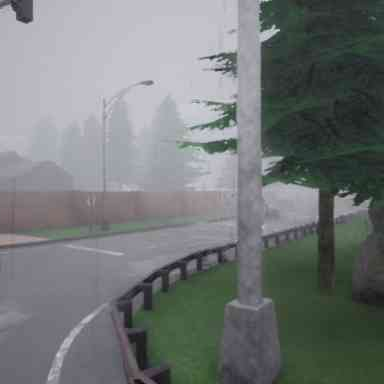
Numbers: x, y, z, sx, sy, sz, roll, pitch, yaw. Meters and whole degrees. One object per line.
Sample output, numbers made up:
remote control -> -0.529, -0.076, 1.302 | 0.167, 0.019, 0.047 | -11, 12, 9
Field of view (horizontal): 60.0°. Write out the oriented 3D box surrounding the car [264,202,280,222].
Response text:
car -> 5.505, 1.567, 26.479 | 1.812, 1.442, 4.674 | 0, 0, 36
